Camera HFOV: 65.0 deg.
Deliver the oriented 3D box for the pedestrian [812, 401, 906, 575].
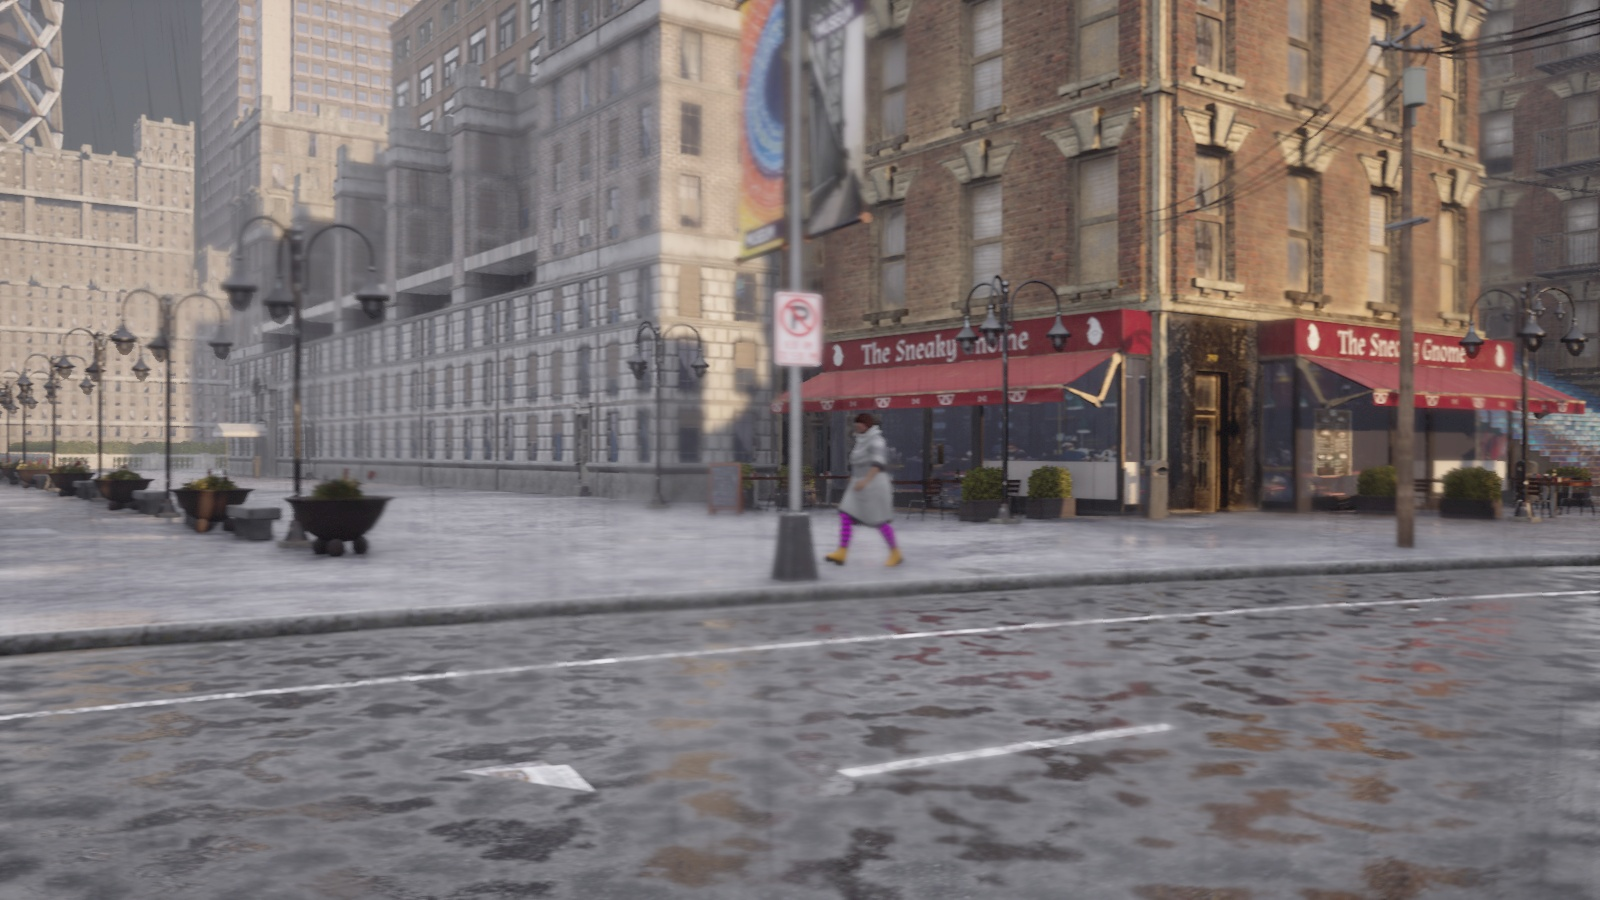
[{"bbox_3d":[0.682,0.428,14.612,0.873,1.952,0.659,0,0,-28],"label":"pedestrian"}]
